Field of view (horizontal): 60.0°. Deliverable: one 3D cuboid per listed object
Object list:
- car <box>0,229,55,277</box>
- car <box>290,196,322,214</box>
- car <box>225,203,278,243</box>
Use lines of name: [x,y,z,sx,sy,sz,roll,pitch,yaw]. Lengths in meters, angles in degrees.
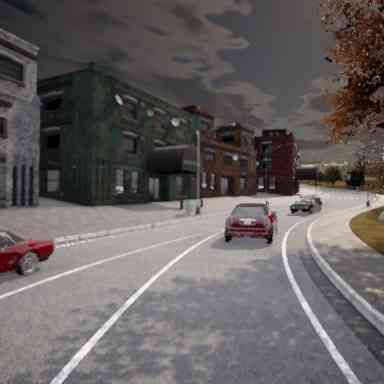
car: [-5.541,1.572,7.767,1.895,1.301,4.718,0,0,17]
car: [11.041,1.393,31.950,1.895,1.301,4.718,-1,0,35]
car: [2.994,1.316,16.156,2.097,1.767,4.553,0,0,17]
